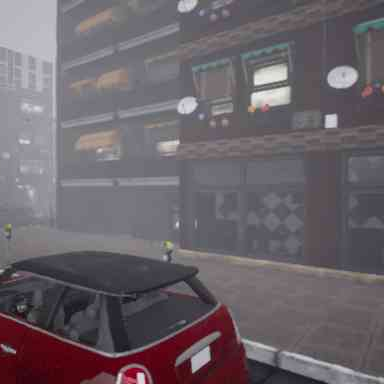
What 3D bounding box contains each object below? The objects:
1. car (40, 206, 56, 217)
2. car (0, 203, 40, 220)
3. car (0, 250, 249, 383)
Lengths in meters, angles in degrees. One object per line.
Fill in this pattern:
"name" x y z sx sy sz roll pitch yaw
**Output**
"car" -14.056 1.912 35.867 1.752 1.417 4.829 -1 -2 35
"car" -17.116 1.727 31.477 1.967 1.590 4.097 -1 -2 35
"car" -1.506 1.437 3.947 4.097 1.590 1.967 0 0 36
